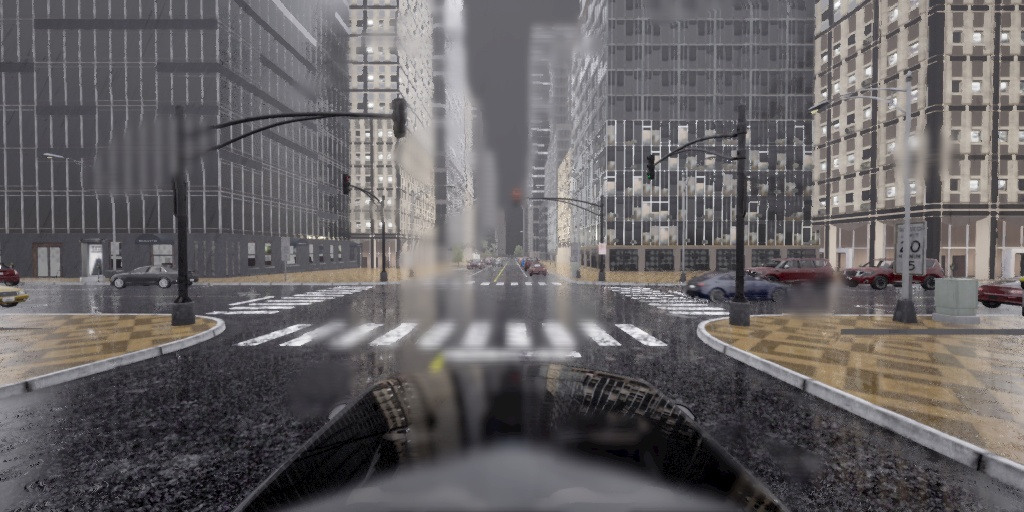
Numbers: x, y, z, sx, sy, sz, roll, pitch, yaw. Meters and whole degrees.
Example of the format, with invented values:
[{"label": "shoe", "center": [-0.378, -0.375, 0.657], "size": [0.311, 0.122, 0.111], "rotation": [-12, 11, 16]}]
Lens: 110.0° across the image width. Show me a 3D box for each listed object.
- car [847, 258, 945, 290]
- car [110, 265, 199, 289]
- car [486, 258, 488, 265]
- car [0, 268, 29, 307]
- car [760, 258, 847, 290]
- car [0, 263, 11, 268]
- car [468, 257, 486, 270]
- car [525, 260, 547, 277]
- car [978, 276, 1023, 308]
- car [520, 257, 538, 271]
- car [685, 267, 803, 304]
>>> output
[{"label": "car", "center": [22.902, 1.032, 21.656], "size": [5.009, 1.841, 2.192], "rotation": [0, 0, 0]}, {"label": "car", "center": [-21.440, 1.205, 21.575], "size": [4.403, 1.370, 2.007], "rotation": [0, 0, 0]}, {"label": "car", "center": [-5.290, 1.307, 57.862], "size": [1.802, 1.307, 4.207], "rotation": [0, 0, 0]}, {"label": "car", "center": [-21.256, 1.301, 13.437], "size": [4.829, 1.417, 1.751], "rotation": [0, 0, 0]}, {"label": "car", "center": [16.570, 1.024, 21.645], "size": [5.009, 1.841, 2.192], "rotation": [0, 0, 0]}, {"label": "car", "center": [-32.556, 1.078, 21.484], "size": [4.097, 1.591, 1.967], "rotation": [0, 0, 0]}, {"label": "car", "center": [-5.292, 1.168, 52.338], "size": [1.967, 1.591, 4.097], "rotation": [0, 0, 0]}, {"label": "car", "center": [2.547, 1.319, 35.785], "size": [1.802, 1.307, 4.207], "rotation": [0, 0, 0]}, {"label": "car", "center": [20.186, 1.417, 13.513], "size": [4.207, 1.307, 1.802], "rotation": [0, 0, 0]}, {"label": "car", "center": [2.574, 1.046, 46.834], "size": [2.192, 1.841, 5.009], "rotation": [0, 0, 0]}, {"label": "car", "center": [10.123, 1.347, 16.181], "size": [4.181, 1.385, 1.994], "rotation": [0, 1, 0]}]
